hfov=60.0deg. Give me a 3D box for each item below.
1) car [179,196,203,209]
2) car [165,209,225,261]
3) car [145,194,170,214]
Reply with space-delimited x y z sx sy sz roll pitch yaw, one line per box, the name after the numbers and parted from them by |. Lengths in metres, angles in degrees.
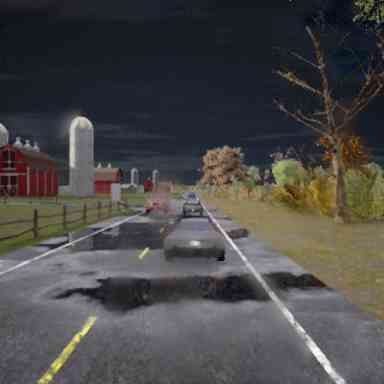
0.089 1.454 32.883 2.128 1.511 4.902 0 0 0 | car
0.092 1.551 12.252 1.994 1.385 4.181 0 0 0 | car
-3.532 1.185 35.234 2.150 2.045 5.566 0 0 1 | car
